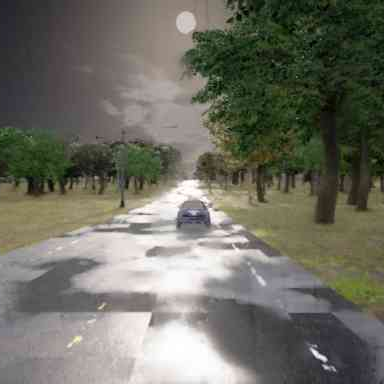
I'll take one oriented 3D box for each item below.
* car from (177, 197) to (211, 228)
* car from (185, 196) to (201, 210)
[{"bbox_3d":[0.100,1.334,22.331,2.097,1.767,4.553,0,0,0],"label":"car"},{"bbox_3d":[0.101,1.319,42.225,1.882,1.535,5.008,0,1,0],"label":"car"}]
